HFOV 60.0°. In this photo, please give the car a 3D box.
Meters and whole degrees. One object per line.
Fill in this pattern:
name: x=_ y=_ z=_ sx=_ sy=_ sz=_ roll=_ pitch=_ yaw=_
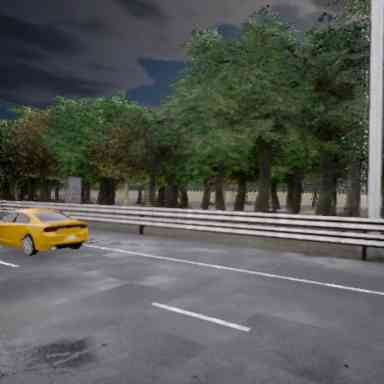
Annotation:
car: x=-6.067 y=1.364 z=12.631 sx=5.008 sy=1.535 sz=1.882 roll=1 pitch=0 yaw=36
